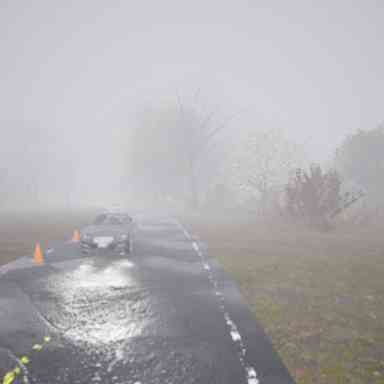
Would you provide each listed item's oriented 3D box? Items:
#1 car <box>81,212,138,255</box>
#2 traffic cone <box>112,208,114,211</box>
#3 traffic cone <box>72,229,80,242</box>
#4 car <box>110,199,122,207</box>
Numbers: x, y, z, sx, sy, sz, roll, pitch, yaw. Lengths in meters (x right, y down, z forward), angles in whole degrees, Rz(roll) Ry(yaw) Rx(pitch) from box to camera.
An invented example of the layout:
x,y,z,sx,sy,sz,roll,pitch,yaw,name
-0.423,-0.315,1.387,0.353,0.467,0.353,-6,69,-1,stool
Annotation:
x,y,z,sx,sy,sz,roll,pitch,yaw,name
-3.366,1.643,14.231,2.128,1.511,4.902,0,-1,-5,car
-8.547,2.332,35.876,0.340,0.580,0.340,0,-1,-11,traffic cone
-5.705,2.129,16.371,0.340,0.580,0.340,0,-1,-5,traffic cone
-15.372,2.203,67.328,1.837,1.490,4.892,0,-1,-21,car
